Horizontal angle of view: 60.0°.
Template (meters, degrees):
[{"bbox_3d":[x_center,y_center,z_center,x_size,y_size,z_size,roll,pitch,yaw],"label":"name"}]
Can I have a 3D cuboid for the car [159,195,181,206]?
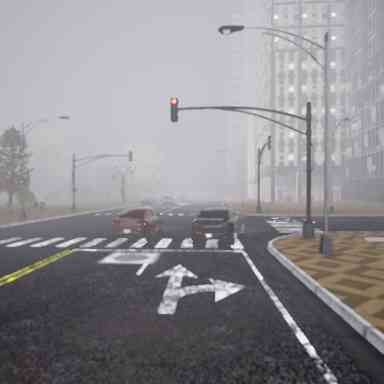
[{"bbox_3d":[-3.411,1.445,51.320,2.033,1.411,5.357,0,0,5],"label":"car"}]

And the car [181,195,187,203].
[{"bbox_3d":[-2.057,1.373,66.807,2.128,1.511,4.902,0,0,5],"label":"car"}]

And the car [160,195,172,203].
[{"bbox_3d":[-5.241,1.399,67.593,1.812,1.442,4.674,0,0,5],"label":"car"}]

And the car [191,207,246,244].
[{"bbox_3d":[1.334,1.474,15.744,1.837,1.490,4.892,-1,0,16],"label":"car"}]

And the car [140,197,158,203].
[{"bbox_3d":[-6.644,1.497,51.629,1.895,1.301,4.718,0,0,5],"label":"car"}]

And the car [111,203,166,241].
[{"bbox_3d":[-2.653,1.489,16.559,1.812,1.442,4.674,0,0,3],"label":"car"}]
